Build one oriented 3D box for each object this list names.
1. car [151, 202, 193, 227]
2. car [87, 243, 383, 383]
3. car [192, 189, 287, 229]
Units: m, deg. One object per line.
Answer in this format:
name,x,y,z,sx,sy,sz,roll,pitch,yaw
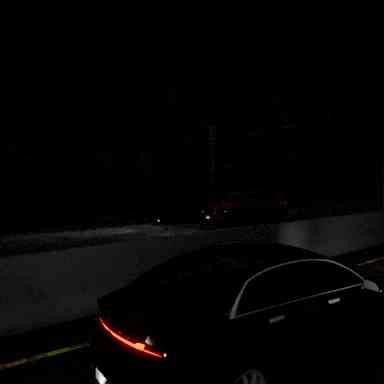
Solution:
car,-0.178,1.327,21.075,4.718,1.301,1.895,-2,1,-36
car,1.113,1.477,4.550,4.892,1.490,1.837,-1,1,-35
car,3.073,0.901,19.095,5.566,2.045,2.150,-2,1,-36
